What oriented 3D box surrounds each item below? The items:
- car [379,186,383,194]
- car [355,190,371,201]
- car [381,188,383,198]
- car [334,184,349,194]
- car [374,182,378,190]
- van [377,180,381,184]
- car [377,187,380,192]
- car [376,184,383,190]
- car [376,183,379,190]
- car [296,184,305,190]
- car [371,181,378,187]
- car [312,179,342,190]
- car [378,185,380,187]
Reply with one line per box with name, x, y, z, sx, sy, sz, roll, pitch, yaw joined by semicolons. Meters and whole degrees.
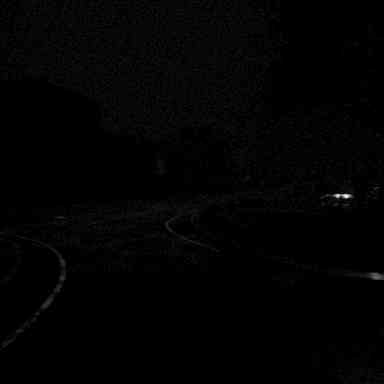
car;37.529;-0.407;62.031;4.674;1.452;2.002;1;3;27
car;24.000;0.469;46.630;1.895;1.301;4.718;1;3;27
car;31.181;0.153;49.701;4.892;1.521;2.231;1;3;27
car;28.635;-0.302;62.957;1.895;1.301;4.718;1;3;27
car;41.312;-0.774;69.438;4.792;1.488;2.163;1;3;27
van;38.902;-0.790;64.429;4.442;1.987;1.878;1;3;27
car;28.484;0.388;44.854;5.366;1.575;1.946;1;3;27
car;45.170;-1.130;76.809;4.792;1.488;2.163;1;3;27
car;36.257;-0.328;59.563;5.008;1.535;2.097;1;3;27
car;26.479;-1.213;81.684;1.837;1.490;4.892;1;3;27
car;43.710;-1.047;74.440;5.366;1.575;1.946;1;3;27
car;34.356;-1.666;84.493;5.566;2.045;2.435;1;3;27
car;32.460;0.031;52.161;5.008;1.535;2.097;1;3;27
